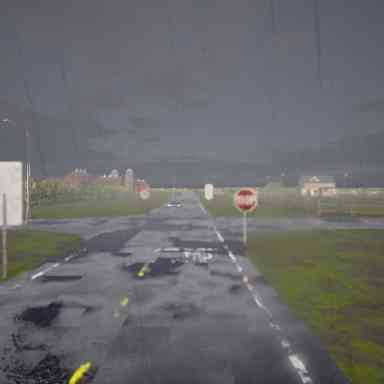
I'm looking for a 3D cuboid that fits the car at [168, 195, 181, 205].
[{"bbox_3d":[-2.758,1.374,54.475,1.837,1.490,4.892,0,2,0],"label":"car"}]
